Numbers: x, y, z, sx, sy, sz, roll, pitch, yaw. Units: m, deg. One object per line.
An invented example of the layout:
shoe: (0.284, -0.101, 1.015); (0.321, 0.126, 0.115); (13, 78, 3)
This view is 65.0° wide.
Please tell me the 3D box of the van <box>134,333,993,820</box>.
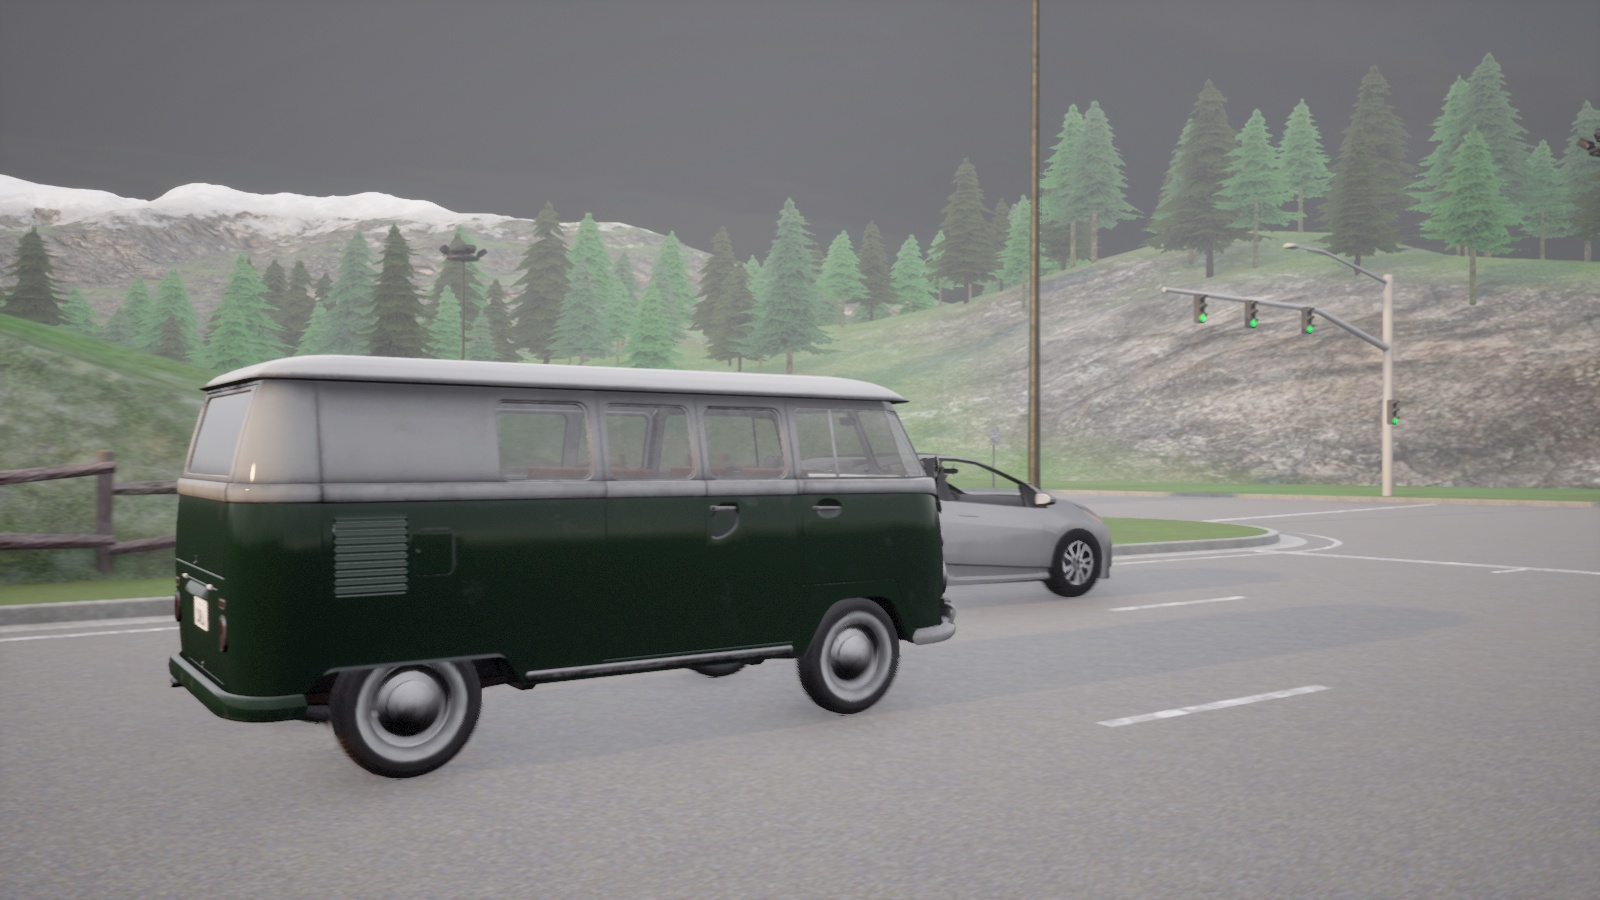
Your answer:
van: (-1.155, 0.525, 7.119); (4.442, 1.987, 1.775); (0, 0, -35)

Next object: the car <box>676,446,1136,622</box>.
car: (1.184, 0.741, 13.011); (4.514, 1.525, 2.007); (0, 0, -35)
